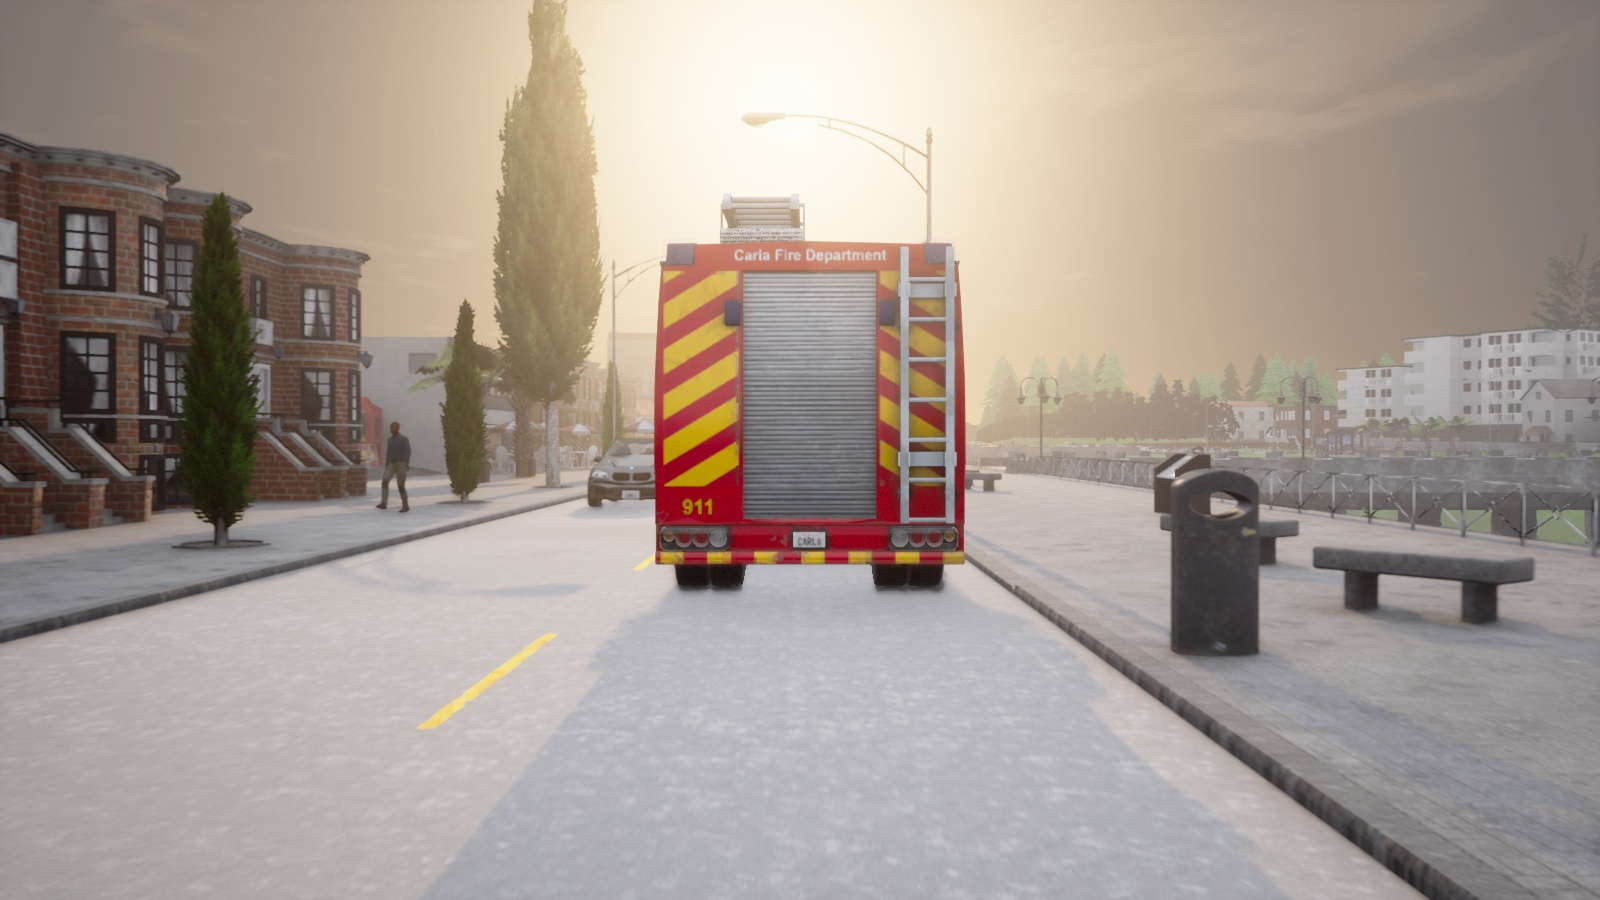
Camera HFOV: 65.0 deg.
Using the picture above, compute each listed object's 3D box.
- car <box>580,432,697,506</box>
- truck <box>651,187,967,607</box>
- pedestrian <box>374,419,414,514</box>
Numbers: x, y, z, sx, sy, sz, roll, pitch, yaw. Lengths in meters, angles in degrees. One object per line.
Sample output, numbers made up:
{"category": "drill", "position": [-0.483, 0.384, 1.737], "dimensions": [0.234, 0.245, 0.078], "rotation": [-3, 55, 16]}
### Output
{"category": "car", "position": [-3.815, 0.416, 30.520], "dimensions": [2.242, 1.667, 4.611], "rotation": [0, 0, 0]}
{"category": "truck", "position": [0.103, -0.507, 15.704], "dimensions": [2.891, 3.827, 8.468], "rotation": [0, 0, 0]}
{"category": "pedestrian", "position": [-7.941, 0.311, 24.589], "dimensions": [0.370, 1.835, 0.726], "rotation": [0, 0, 22]}
